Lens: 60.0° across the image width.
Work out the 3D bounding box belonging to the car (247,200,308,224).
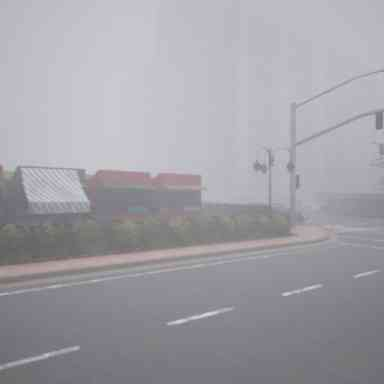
[{"bbox_3d":[7.109,1.698,27.126,2.128,1.511,4.902,1,0,-36],"label":"car"}]

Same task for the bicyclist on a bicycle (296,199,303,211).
[{"bbox_3d":[14.096,1.696,43.874,1.656,1.620,0.582,1,0,-36],"label":"bicyclist on a bicycle"}]

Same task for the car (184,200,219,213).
[{"bbox_3d":[1.141,1.774,41.340,1.812,1.442,4.674,1,0,-36],"label":"car"}]

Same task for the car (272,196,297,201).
[{"bbox_3d":[15.180,1.664,56.356,1.905,1.878,3.866,1,-1,-36],"label":"car"}]

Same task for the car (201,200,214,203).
[{"bbox_3d":[1.536,1.683,34.819,1.882,1.535,5.008,1,-1,-36],"label":"car"}]
